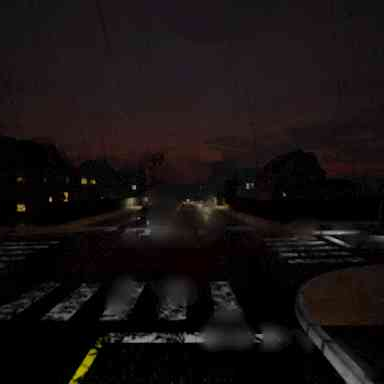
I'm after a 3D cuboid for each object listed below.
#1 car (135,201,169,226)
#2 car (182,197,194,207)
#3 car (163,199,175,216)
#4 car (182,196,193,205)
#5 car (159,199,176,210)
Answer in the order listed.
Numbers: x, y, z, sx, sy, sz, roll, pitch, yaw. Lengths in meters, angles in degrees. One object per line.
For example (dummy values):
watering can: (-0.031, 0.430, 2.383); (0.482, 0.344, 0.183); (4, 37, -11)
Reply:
car: (-2.926, 1.621, 24.057); (2.033, 1.411, 5.357); (0, 0, -3)
car: (-0.698, 1.891, 56.857); (1.895, 1.301, 4.718); (0, -1, -1)
car: (-3.174, 1.689, 34.718); (1.994, 1.385, 4.181); (0, 0, -1)
car: (-0.883, 1.743, 66.826); (2.097, 1.767, 4.553); (0, -1, -2)
car: (-3.378, 1.755, 47.184); (2.033, 1.411, 5.357); (0, 0, -1)
